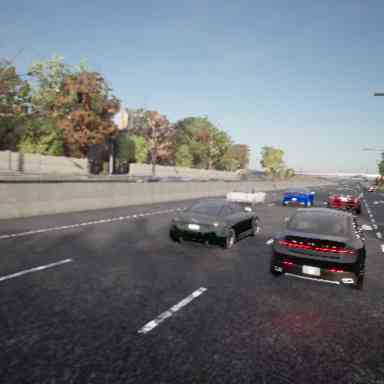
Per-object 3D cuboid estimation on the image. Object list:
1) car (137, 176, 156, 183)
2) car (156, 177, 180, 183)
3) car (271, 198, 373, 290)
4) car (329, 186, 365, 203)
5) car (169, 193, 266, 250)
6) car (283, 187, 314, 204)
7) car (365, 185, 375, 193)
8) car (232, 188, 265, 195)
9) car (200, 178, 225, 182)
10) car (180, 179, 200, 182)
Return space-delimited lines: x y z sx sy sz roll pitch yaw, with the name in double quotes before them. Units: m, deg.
"car" -6.612 -1.773 51.649 2.128 1.511 4.902 4 3 26
"car" -2.824 -1.518 51.444 2.033 1.411 5.357 4 4 27
"car" 3.332 1.165 8.421 1.837 1.490 4.892 4 4 26
"car" 11.204 0.507 24.296 2.097 1.767 4.553 4 4 26
"car" 0.955 0.933 11.495 1.994 1.385 4.181 4 4 26
"car" 8.908 0.337 27.539 1.882 1.535 5.008 4 4 26
"car" 39.813 -0.658 74.454 1.812 1.442 4.674 4 3 26
"car" 4.447 0.302 26.415 1.895 1.301 4.718 4 4 26
"car" 3.422 -1.228 48.305 2.097 1.767 4.553 4 4 26
"car" 0.472 -1.269 50.239 1.994 1.385 4.181 4 3 27
